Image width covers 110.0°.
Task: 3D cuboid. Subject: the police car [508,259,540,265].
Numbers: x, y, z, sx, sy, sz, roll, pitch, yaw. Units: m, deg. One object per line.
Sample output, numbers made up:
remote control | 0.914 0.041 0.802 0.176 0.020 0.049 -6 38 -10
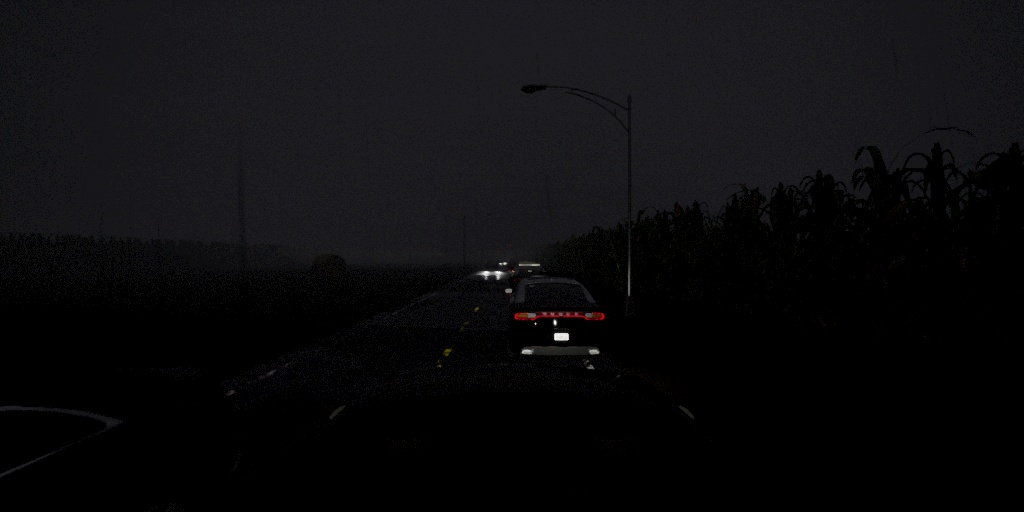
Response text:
police car | 0.901 1.166 18.709 1.930 1.638 5.238 0 0 0

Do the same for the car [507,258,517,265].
car | 0.926 1.084 24.568 2.097 1.767 4.553 0 0 0

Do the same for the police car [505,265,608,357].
police car | 0.858 1.173 8.709 1.930 1.638 5.238 0 0 0

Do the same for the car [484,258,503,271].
car | -2.554 1.298 47.134 1.895 1.301 4.718 0 0 0

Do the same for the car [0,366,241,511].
car | -2.851 1.242 0.481 2.128 1.511 4.902 0 0 0

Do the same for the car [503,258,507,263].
car | 0.275 1.179 51.222 2.128 1.511 4.902 0 0 1
